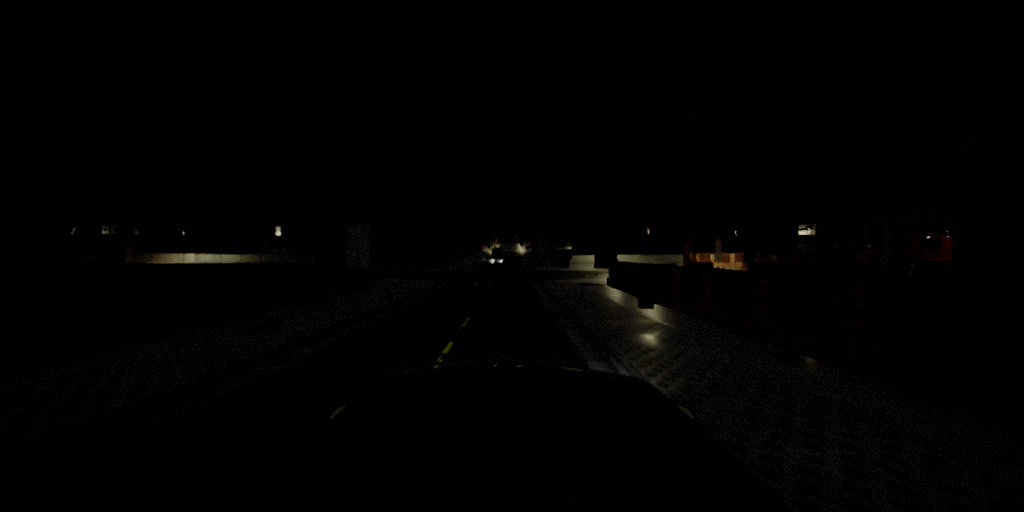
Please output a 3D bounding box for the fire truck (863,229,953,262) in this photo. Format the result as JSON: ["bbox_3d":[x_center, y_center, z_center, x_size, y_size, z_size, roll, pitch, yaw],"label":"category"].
[{"bbox_3d":[36.834,-0.436,32.048,8.468,3.827,2.891,0,3,0],"label":"fire truck"}]
